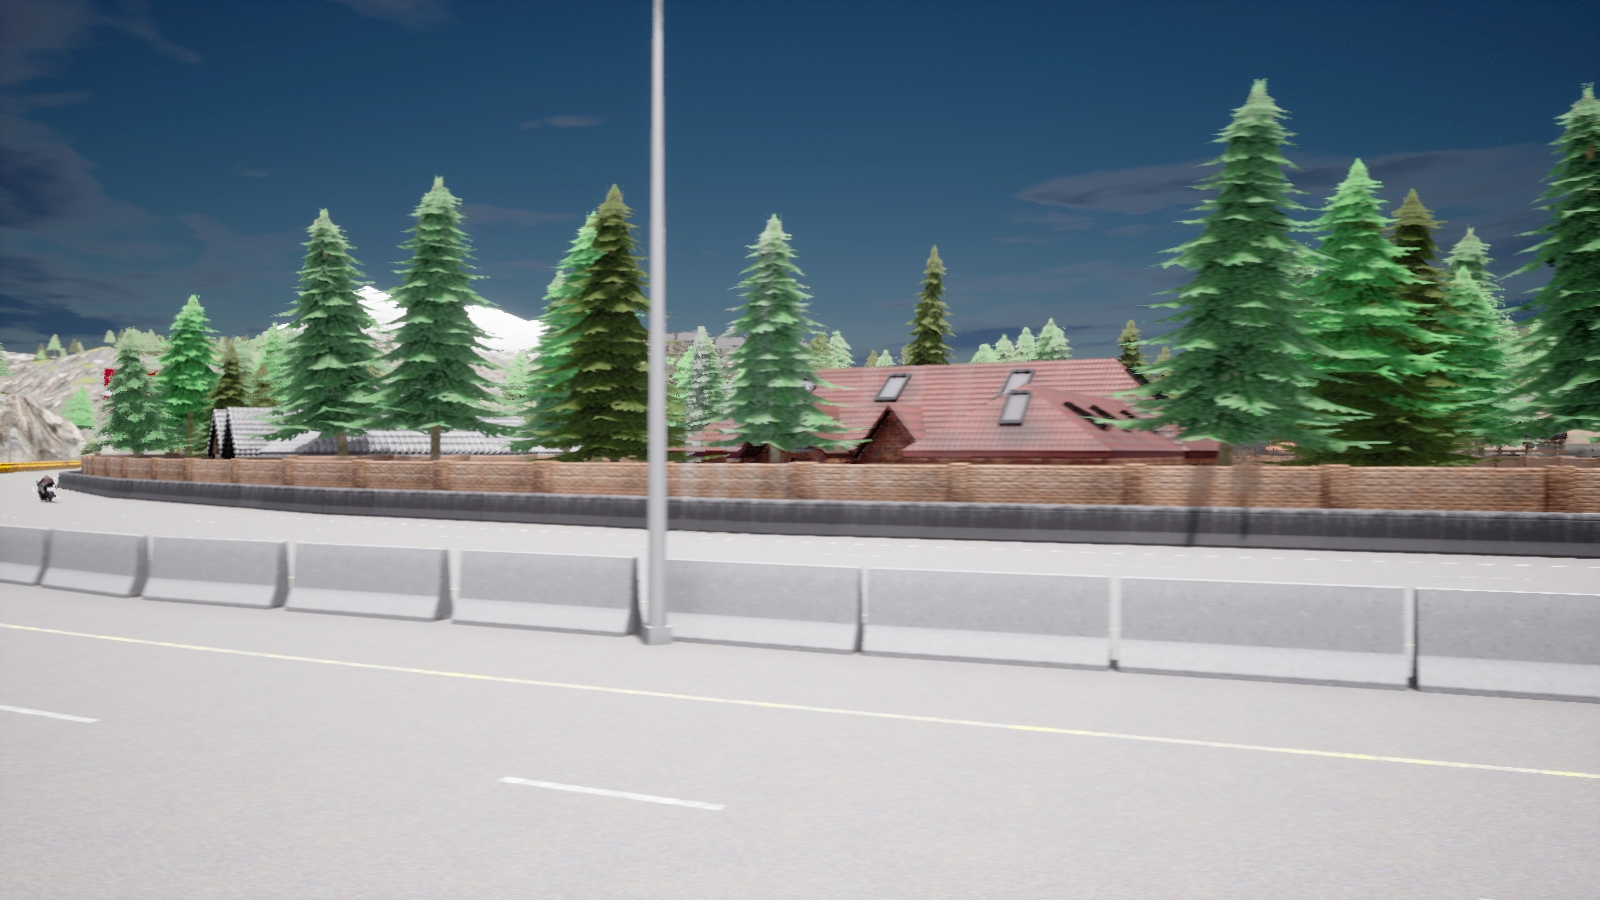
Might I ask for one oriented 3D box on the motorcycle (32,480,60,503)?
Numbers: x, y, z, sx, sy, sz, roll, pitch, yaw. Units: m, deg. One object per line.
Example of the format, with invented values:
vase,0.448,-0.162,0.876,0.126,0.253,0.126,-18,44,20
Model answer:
motorcycle,-41.637,2.282,63.111,0.867,1.251,2.209,2,-1,-44
